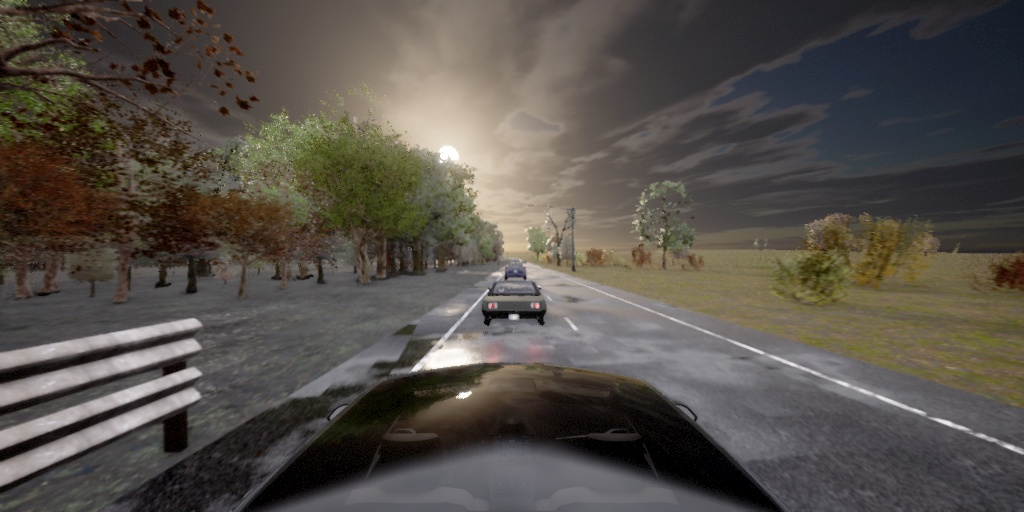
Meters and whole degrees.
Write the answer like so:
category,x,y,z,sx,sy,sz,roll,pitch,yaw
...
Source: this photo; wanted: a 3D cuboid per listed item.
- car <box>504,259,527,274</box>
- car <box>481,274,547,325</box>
category,x,y,z,sx,sy,sz,roll,pitch,yaw
car,0.349,1.433,35.263,2.097,1.767,4.553,0,-1,1
car,0.085,1.459,12.374,1.895,1.301,4.718,0,-1,1
